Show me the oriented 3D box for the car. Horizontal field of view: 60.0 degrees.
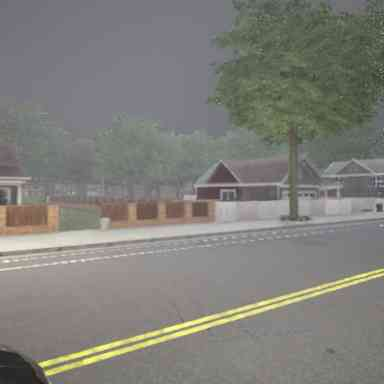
[{"bbox_3d":[-3.078,1.488,1.244,4.902,1.511,2.128,0,0,-35],"label":"car"}]
